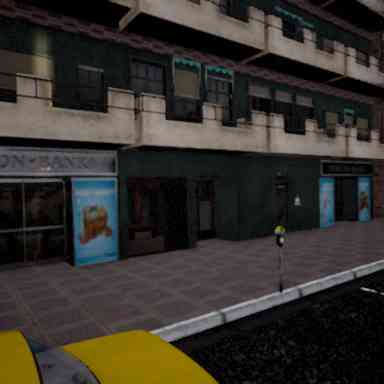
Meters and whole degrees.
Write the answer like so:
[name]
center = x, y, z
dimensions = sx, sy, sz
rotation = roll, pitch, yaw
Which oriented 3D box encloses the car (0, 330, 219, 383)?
[car]
center = -1.953, 1.551, 1.489
dimensions = 4.829, 1.417, 1.752
rotation = -2, 2, -35
